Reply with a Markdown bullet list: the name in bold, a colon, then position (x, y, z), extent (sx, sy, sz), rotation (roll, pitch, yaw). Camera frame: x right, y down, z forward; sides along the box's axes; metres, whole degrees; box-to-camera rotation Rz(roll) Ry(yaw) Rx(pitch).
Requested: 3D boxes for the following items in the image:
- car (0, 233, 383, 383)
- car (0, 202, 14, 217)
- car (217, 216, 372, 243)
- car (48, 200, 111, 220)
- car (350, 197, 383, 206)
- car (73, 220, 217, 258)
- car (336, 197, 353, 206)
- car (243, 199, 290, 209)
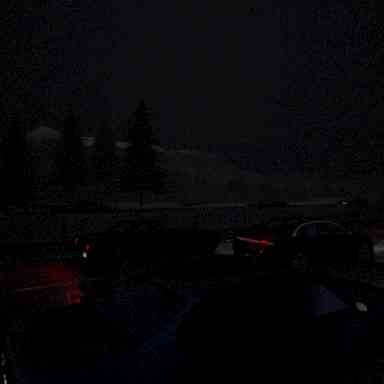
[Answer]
- **car**: position (0.601, 1.541, 4.070), extent (5.357, 1.411, 2.033), rotation (0, 0, -34)
- **car**: position (-16.830, 1.423, 26.227), extent (4.902, 1.511, 2.128), rotation (0, 0, -34)
- **car**: position (3.454, 1.481, 9.993), extent (4.902, 1.511, 2.128), rotation (0, 0, -32)
- **car**: position (-9.087, 1.447, 27.133), extent (4.892, 1.490, 1.837), rotation (0, 0, -32)
- **car**: position (19.130, 1.526, 33.710), extent (5.357, 1.411, 2.033), rotation (0, 0, -22)
- **car**: position (-1.348, 1.581, 11.137), extent (4.718, 1.301, 1.895), rotation (0, 0, -33)
- **car**: position (22.413, 1.471, 46.272), extent (4.892, 1.490, 1.837), rotation (1, 0, -20)
- **car**: position (7.222, 1.453, 32.216), extent (4.902, 1.511, 2.128), rotation (0, 0, -26)
